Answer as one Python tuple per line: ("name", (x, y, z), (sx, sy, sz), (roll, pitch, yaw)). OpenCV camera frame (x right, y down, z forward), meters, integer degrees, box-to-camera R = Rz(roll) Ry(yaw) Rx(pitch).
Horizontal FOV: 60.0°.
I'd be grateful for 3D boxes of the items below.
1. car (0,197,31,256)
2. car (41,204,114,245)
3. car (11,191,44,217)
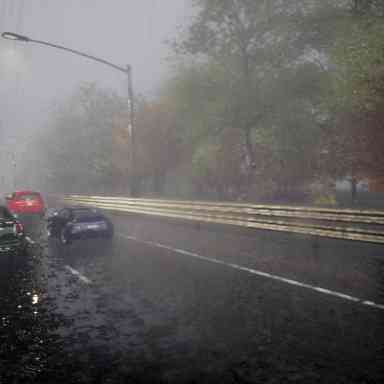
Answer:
("car", (-7.325, 1.268, 11.810), (2.097, 1.767, 4.553), (-3, 2, -34))
("car", (-5.015, 1.325, 14.643), (1.994, 1.385, 4.181), (-3, 2, -34))
("car", (-13.365, 0.943, 26.611), (2.150, 2.045, 5.566), (-3, 2, -34))
